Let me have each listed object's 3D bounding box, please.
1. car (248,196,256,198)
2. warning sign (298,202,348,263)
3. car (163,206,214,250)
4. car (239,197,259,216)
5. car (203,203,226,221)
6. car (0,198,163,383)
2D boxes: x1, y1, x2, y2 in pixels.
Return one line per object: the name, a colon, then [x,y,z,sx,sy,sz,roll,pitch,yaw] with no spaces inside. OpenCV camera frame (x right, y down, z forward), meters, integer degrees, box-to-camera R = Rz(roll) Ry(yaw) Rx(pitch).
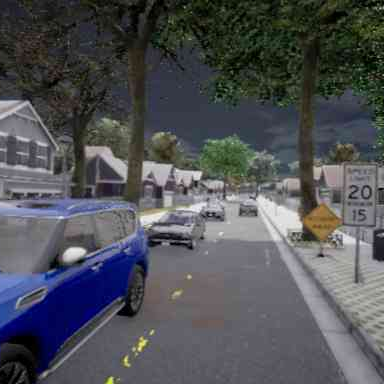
car: [8.213,1.721,48.080,1.812,1.442,4.674,2,0,11]
warning sign: [4.301,1.273,11.030,1.300,1.860,1.060,2,-1,10]
car: [-0.493,1.526,14.806,2.033,1.411,5.357,2,0,10]
car: [5.957,1.666,34.994,2.128,1.511,4.902,2,0,10]
car: [1.778,1.608,27.843,1.994,1.385,4.181,2,0,9]
car: [-2.248,1.136,4.621,2.150,2.045,5.566,2,0,10]
